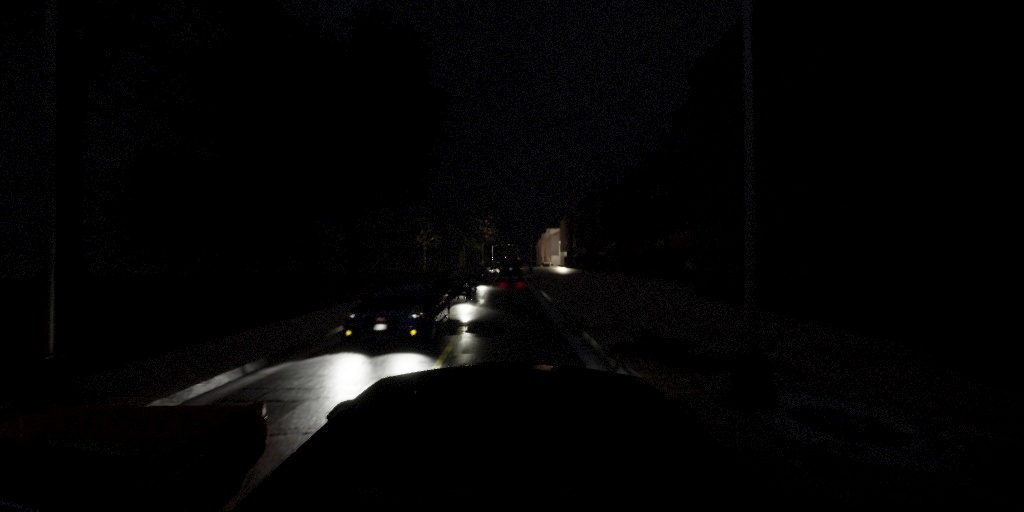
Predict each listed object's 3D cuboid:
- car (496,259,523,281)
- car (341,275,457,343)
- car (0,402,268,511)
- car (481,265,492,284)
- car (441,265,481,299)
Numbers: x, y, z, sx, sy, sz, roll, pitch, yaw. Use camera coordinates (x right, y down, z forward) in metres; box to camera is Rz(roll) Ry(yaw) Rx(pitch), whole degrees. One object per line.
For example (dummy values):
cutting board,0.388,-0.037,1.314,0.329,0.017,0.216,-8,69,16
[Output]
car,-0.127,1.281,34.491,2.150,2.045,5.566,0,-1,-1
car,-2.894,1.381,9.836,1.994,1.385,4.181,0,0,-1
car,-2.811,1.352,0.553,1.895,1.301,4.718,0,0,-1
car,-2.999,1.492,29.899,1.882,1.535,5.008,0,-1,0
car,-2.960,1.379,19.462,1.882,1.535,5.008,0,-1,-1
